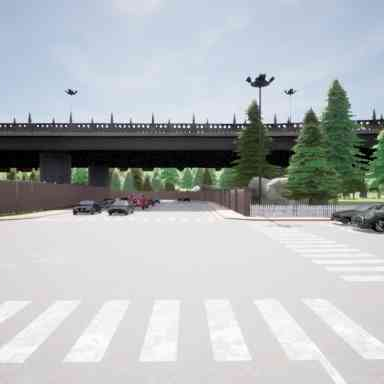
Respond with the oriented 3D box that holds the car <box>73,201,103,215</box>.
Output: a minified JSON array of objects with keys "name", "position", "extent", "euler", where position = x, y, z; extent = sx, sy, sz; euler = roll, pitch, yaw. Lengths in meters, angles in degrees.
[{"name":"car","position":[-10.569,1.564,33.870],"extent":[1.994,1.385,4.181],"euler":[0,0,0]}]

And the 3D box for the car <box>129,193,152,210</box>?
[{"name":"car","position":[-7.045,1.221,43.767],"extent":[2.150,2.045,5.566],"euler":[0,0,0]}]

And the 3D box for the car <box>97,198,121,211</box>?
[{"name":"car","position":[-10.544,1.526,42.585],"extent":[1.812,1.442,4.674],"euler":[0,0,0]}]

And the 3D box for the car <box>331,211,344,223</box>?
[{"name":"car","position":[12.235,1.492,22.219],"extent":[5.357,1.411,2.033],"euler":[0,0,2]}]

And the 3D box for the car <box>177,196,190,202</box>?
[{"name":"car","position":[-1.908,1.553,75.231],"extent":[1.994,1.385,4.181],"euler":[0,0,-19]}]

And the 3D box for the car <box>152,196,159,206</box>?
[{"name":"car","position":[-7.046,1.564,53.775],"extent":[1.994,1.385,4.181],"euler":[0,0,0]}]

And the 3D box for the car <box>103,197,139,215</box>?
[{"name":"car","position":[-7.043,1.547,33.593],"extent":[2.033,1.411,5.357],"euler":[0,0,0]}]

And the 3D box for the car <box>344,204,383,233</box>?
[{"name":"car","position":[11.481,1.297,18.704],"extent":[4.553,1.767,2.097],"euler":[0,0,2]}]

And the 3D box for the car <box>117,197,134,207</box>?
[{"name":"car","position":[-10.540,1.526,52.765],"extent":[1.812,1.442,4.674],"euler":[0,0,0]}]

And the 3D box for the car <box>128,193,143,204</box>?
[{"name":"car","position":[-10.690,1.221,63.473],"extent":[2.150,2.045,5.566],"euler":[0,0,-3]}]
